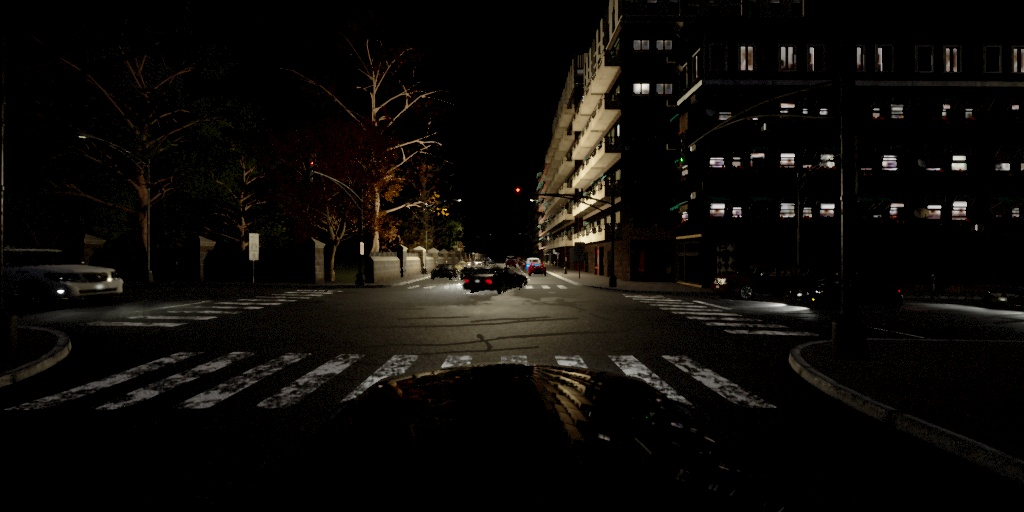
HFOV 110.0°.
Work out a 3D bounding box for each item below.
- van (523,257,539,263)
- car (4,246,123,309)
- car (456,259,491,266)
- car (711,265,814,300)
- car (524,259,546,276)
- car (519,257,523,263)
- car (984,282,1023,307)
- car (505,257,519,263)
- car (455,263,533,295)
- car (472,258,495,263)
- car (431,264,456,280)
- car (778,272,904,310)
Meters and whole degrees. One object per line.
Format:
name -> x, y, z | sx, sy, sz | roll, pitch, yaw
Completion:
van -> 2.500, 1.115, 42.523 | 1.690, 1.789, 3.998 | 0, 0, 0
car -> -17.454, 0.682, 12.746 | 5.566, 2.045, 2.150 | 1, 0, -1
car -> -3.230, 1.255, 31.052 | 2.128, 1.511, 4.902 | 0, 0, 0
car -> 13.371, 1.353, 18.973 | 5.009, 1.841, 2.192 | 0, 0, -1
car -> 2.527, 1.314, 36.893 | 1.888, 1.381, 4.507 | 0, 0, 0
car -> 2.447, 1.229, 53.783 | 1.967, 1.591, 4.097 | 0, 0, 0
car -> 24.950, 1.764, 16.555 | 4.674, 1.442, 1.812 | 1, 0, -1
car -> -0.183, 1.328, 61.737 | 1.812, 1.442, 4.674 | 0, 0, 0
car -> -0.806, 1.304, 20.093 | 2.033, 1.411, 5.357 | 0, 0, 22
car -> -3.280, 1.278, 41.351 | 1.837, 1.490, 4.892 | 0, 0, 0
car -> -5.827, 1.330, 31.223 | 1.948, 1.339, 4.313 | 0, 0, 0
car -> 15.113, 1.624, 16.410 | 4.181, 1.385, 1.994 | 1, 0, -1
